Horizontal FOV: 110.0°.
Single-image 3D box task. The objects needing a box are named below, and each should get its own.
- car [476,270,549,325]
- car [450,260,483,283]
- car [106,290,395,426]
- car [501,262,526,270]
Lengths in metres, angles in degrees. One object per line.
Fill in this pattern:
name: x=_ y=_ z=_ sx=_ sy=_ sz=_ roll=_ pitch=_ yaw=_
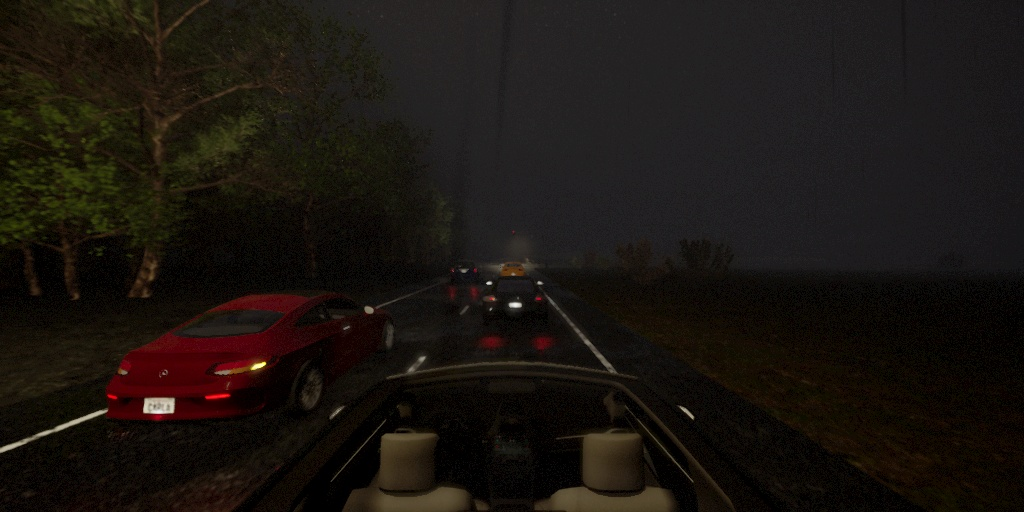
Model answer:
car: x=0.098 y=1.315 z=11.833 sx=1.994 sy=1.385 sz=4.181 roll=0 pitch=0 yaw=0
car: x=-3.399 y=1.102 z=27.569 sx=2.097 sy=1.767 sz=4.553 roll=0 pitch=0 yaw=0
car: x=-3.399 y=1.276 z=5.758 sx=1.812 sy=1.442 sz=4.674 roll=0 pitch=0 yaw=0
car: x=0.100 y=1.227 z=29.528 sx=1.882 sy=1.535 sz=5.008 roll=0 pitch=0 yaw=0
